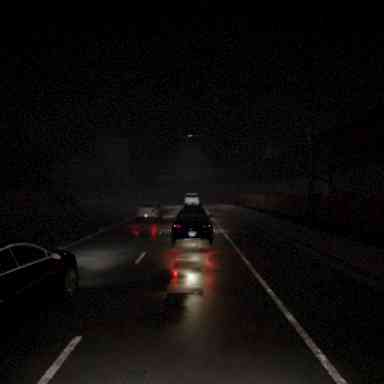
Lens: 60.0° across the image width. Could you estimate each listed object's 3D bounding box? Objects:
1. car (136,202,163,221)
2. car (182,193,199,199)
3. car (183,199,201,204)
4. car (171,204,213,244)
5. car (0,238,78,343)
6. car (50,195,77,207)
[{"bbox_3d":[-3.387,1.520,26.853,1.812,1.442,4.674,0,0,0],"label":"car"},{"bbox_3d":[-0.142,1.218,47.856,2.150,2.045,5.566,0,0,-3],"label":"car"},{"bbox_3d":[0.114,1.595,31.082,1.895,1.301,4.718,0,0,0],"label":"car"},{"bbox_3d":[0.007,1.523,15.767,1.812,1.442,4.674,0,0,0],"label":"car"},{"bbox_3d":[-3.398,1.490,5.362,2.128,1.511,4.902,0,0,0],"label":"car"},{"bbox_3d":[-13.983,1.106,36.649,1.837,1.490,4.892,0,0,0],"label":"car"}]
